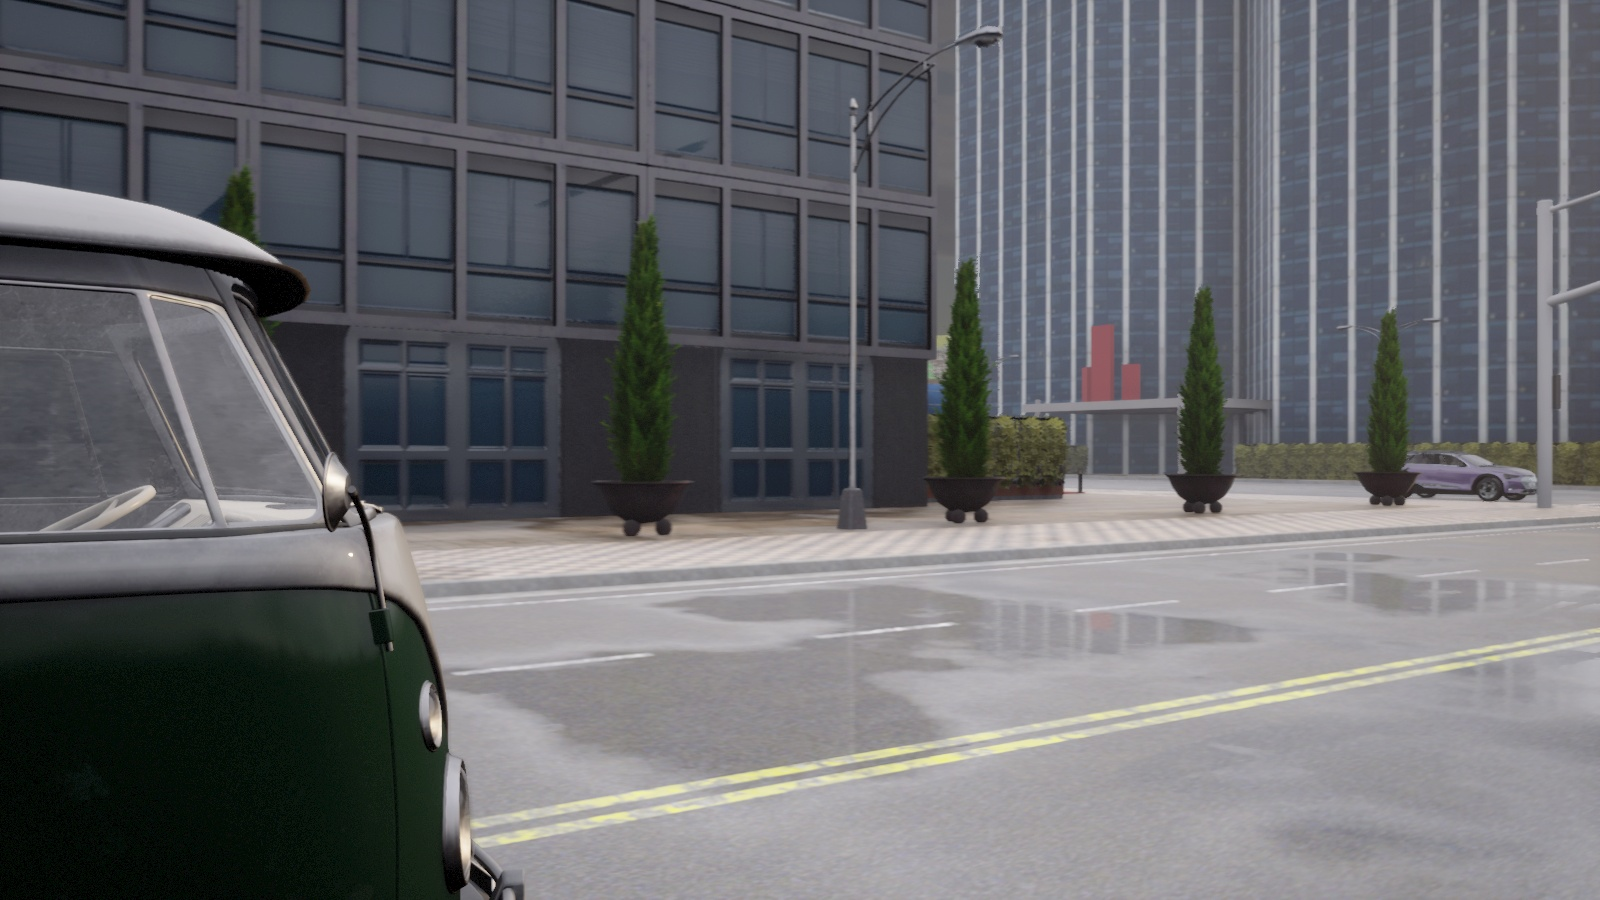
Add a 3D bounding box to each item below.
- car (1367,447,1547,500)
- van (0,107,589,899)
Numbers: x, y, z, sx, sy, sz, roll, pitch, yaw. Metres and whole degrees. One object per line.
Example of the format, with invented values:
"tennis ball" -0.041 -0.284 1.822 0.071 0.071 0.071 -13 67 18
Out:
"car" 21.592 0.731 41.450 2.033 1.649 4.856 0 0 -35
"van" -2.719 0.508 1.767 4.442 1.987 1.775 0 0 -35
